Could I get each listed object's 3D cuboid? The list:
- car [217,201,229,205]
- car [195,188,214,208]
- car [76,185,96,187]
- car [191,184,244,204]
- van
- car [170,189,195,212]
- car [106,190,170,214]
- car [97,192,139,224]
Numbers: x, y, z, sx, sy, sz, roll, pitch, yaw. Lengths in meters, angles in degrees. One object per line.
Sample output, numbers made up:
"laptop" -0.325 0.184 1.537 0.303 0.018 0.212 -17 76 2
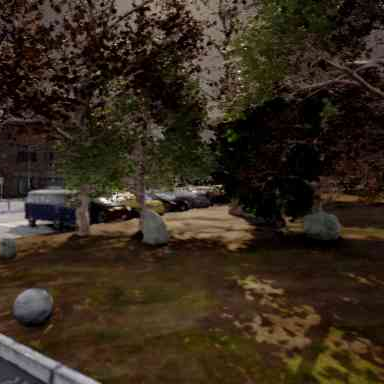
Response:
"car" 0.717 0.402 29.583 5.008 1.535 2.097 1 3 37
"car" -0.943 0.547 27.364 4.892 1.521 2.231 1 3 37
"car" -9.765 0.377 29.612 2.150 2.045 5.566 1 3 37
"car" 2.386 0.134 31.789 4.553 1.767 2.185 1 3 37
"van" -7.640 0.896 18.516 4.442 1.987 1.878 1 3 37
"car" -2.565 0.720 25.119 4.792 1.488 2.163 1 3 37
"car" -4.389 0.829 23.020 5.366 1.575 1.946 1 3 37
"car" -5.867 1.008 20.666 4.792 1.488 2.163 1 3 37
